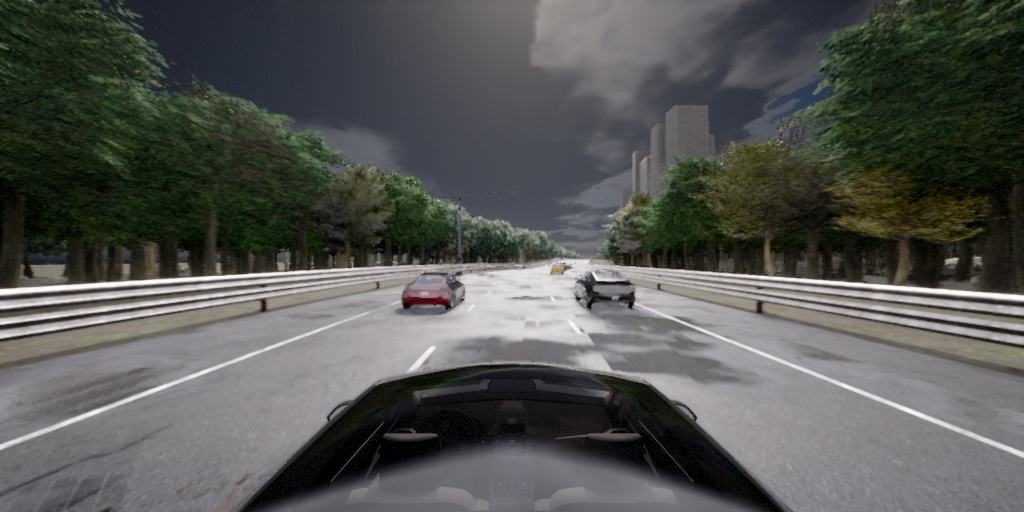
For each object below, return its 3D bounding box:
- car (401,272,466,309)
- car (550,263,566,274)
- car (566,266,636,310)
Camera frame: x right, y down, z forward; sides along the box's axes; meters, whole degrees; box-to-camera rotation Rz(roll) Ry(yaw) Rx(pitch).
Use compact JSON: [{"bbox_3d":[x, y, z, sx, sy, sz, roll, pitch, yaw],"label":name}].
[{"bbox_3d":[-3.183,1.373,15.272,1.994,1.385,4.181,0,0,2],"label":"car"},{"bbox_3d":[6.519,1.795,52.138,1.801,1.575,5.366,0,-1,7],"label":"car"},{"bbox_3d":[3.823,1.343,15.446,2.128,1.511,4.902,0,0,2],"label":"car"}]
